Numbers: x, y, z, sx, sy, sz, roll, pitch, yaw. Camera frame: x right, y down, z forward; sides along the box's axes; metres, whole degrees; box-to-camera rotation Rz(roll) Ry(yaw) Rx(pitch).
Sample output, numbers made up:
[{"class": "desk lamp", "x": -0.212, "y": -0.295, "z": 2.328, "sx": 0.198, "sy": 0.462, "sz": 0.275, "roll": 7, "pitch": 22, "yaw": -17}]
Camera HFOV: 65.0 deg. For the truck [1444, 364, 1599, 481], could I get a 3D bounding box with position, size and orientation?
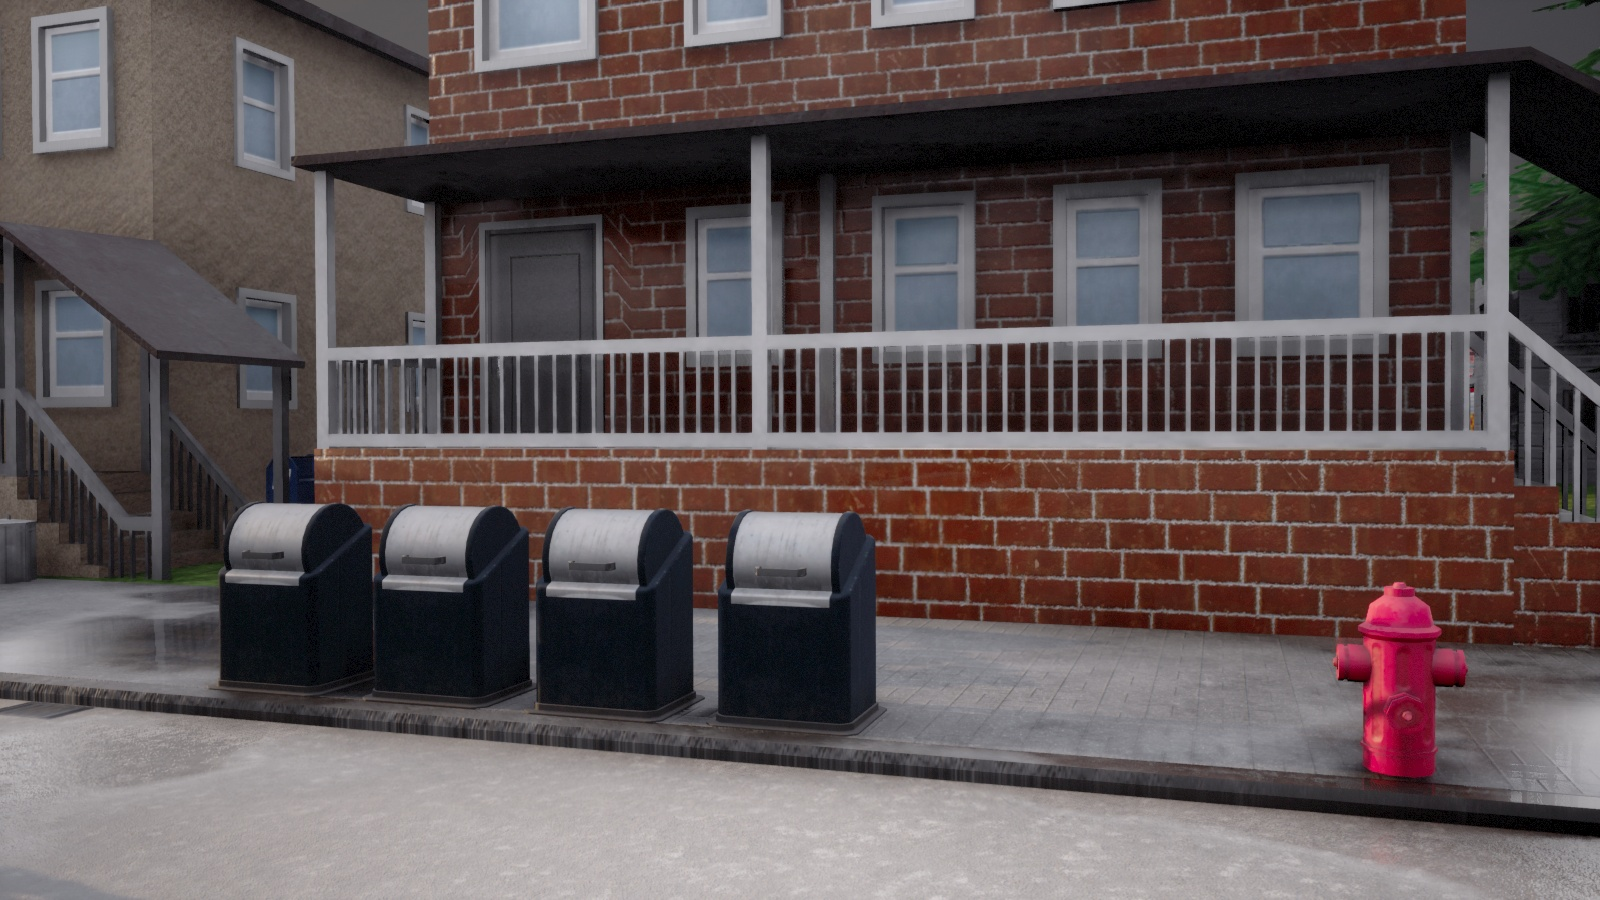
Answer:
[{"class": "truck", "x": 26.759, "y": -0.918, "z": 42.503, "sx": 8.468, "sy": 3.827, "sz": 2.891, "roll": 1, "pitch": 1, "yaw": 18}]
